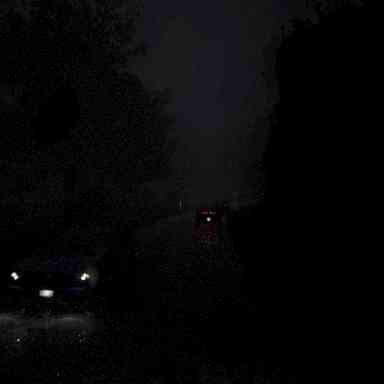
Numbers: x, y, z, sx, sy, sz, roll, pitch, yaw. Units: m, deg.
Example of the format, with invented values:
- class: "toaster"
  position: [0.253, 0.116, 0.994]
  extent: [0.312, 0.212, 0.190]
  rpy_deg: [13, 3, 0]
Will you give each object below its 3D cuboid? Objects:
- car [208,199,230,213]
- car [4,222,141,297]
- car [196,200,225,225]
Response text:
- class: "car"
  position: [3.626, 1.742, 42.064]
  extent: [2.097, 1.767, 4.553]
  rpy_deg: [0, -1, 9]
- class: "car"
  position: [-2.670, 1.550, 8.991]
  extent: [2.033, 1.411, 5.357]
  rpy_deg: [0, 0, 2]
- class: "car"
  position: [1.380, 1.630, 25.092]
  extent: [1.837, 1.490, 4.892]
  rpy_deg: [0, -1, 6]
